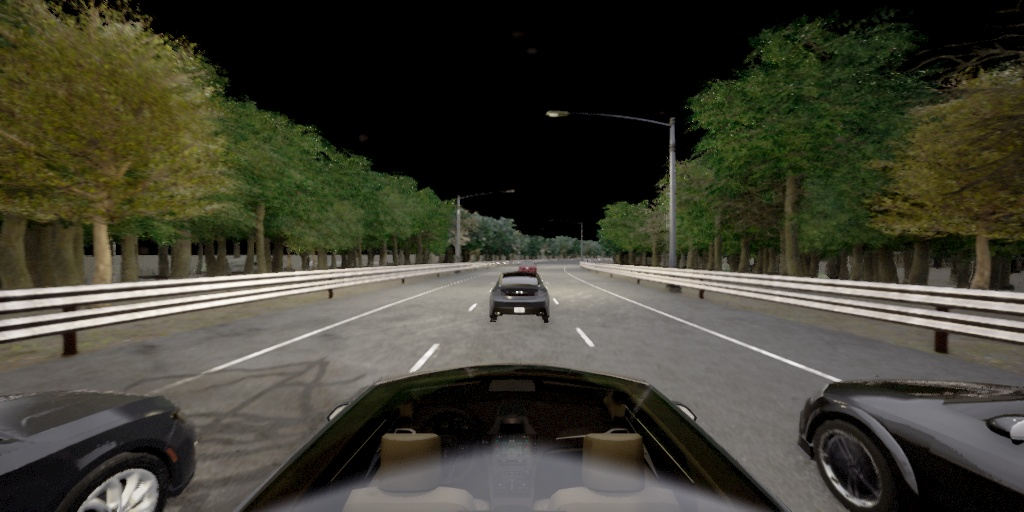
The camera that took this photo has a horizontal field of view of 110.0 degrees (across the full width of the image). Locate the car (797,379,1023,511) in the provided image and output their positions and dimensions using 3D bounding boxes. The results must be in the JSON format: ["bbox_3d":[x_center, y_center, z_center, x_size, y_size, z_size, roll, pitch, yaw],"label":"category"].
[{"bbox_3d":[3.629,1.321,1.572,1.994,1.385,4.181,0,0,0],"label":"car"}]

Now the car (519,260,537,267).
[{"bbox_3d":[1.890,1.385,42.404,2.097,1.767,4.553,0,0,5],"label":"car"}]

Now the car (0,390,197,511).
[{"bbox_3d":[-3.379,1.247,0.775,1.837,1.490,4.892,0,0,0],"label":"car"}]

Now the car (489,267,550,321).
[{"bbox_3d":[0.273,1.294,12.561,1.837,1.490,4.892,0,0,1],"label":"car"}]
